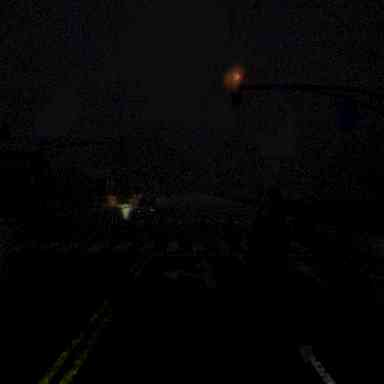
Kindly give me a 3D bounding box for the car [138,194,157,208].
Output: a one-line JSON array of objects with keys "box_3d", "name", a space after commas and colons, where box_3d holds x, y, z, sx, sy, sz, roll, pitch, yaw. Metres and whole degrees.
[{"box_3d": [-6.447, 1.297, 48.456, 2.150, 2.045, 5.566, 0, 1, 0], "name": "car"}]
